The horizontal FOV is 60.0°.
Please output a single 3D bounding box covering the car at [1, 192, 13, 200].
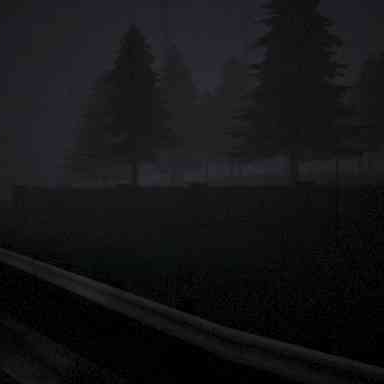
[{"bbox_3d":[-46.380,1.188,83.494,2.097,1.767,4.553,0,0,-17],"label":"car"}]
